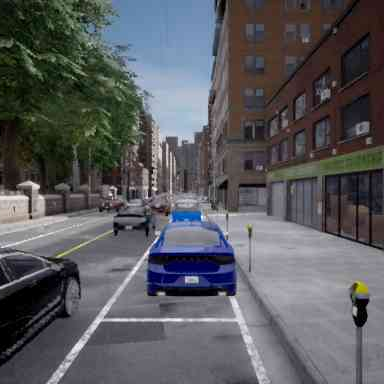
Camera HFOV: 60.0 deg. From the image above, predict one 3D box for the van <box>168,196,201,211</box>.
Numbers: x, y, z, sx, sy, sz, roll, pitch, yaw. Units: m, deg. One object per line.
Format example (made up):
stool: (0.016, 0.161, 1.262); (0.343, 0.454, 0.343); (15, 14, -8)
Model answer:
van: (-0.290, 1.333, 19.998); (1.690, 1.788, 3.998); (0, 0, 0)

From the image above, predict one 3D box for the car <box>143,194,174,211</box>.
car: (-3.147, 1.333, 32.470); (2.097, 1.767, 4.553); (0, 0, 0)

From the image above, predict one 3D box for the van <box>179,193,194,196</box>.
van: (-0.290, 1.317, 36.980); (1.690, 1.788, 3.998); (0, 0, 0)

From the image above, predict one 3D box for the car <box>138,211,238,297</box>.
car: (-0.005, 1.475, 8.650); (1.882, 1.535, 5.008); (0, 0, 0)

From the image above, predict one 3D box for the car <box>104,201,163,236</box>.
car: (-3.045, 1.485, 18.443); (2.128, 1.511, 4.902); (0, 0, 0)

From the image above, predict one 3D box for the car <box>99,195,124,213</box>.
car: (-8.815, 1.291, 36.940); (2.192, 1.841, 5.009); (0, 0, 0)

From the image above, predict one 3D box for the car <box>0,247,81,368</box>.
car: (-3.046, 1.488, 4.484); (2.128, 1.511, 4.902); (0, 0, 0)

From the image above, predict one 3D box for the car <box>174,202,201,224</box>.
car: (-0.290, 1.533, 25.659); (1.887, 1.381, 4.507); (0, 0, 0)
